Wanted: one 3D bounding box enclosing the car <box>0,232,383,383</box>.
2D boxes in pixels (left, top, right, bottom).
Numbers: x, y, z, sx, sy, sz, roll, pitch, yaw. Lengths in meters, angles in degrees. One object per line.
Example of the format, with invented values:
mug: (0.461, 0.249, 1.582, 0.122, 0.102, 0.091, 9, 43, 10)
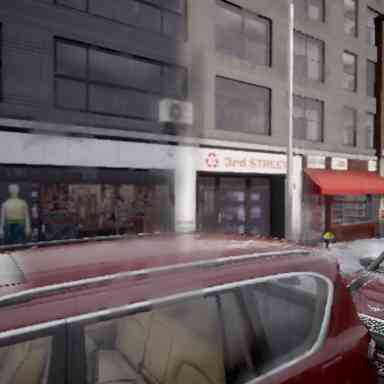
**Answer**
car: (-0.966, 1.275, 1.799, 5.009, 1.841, 2.192, 0, 0, -34)
